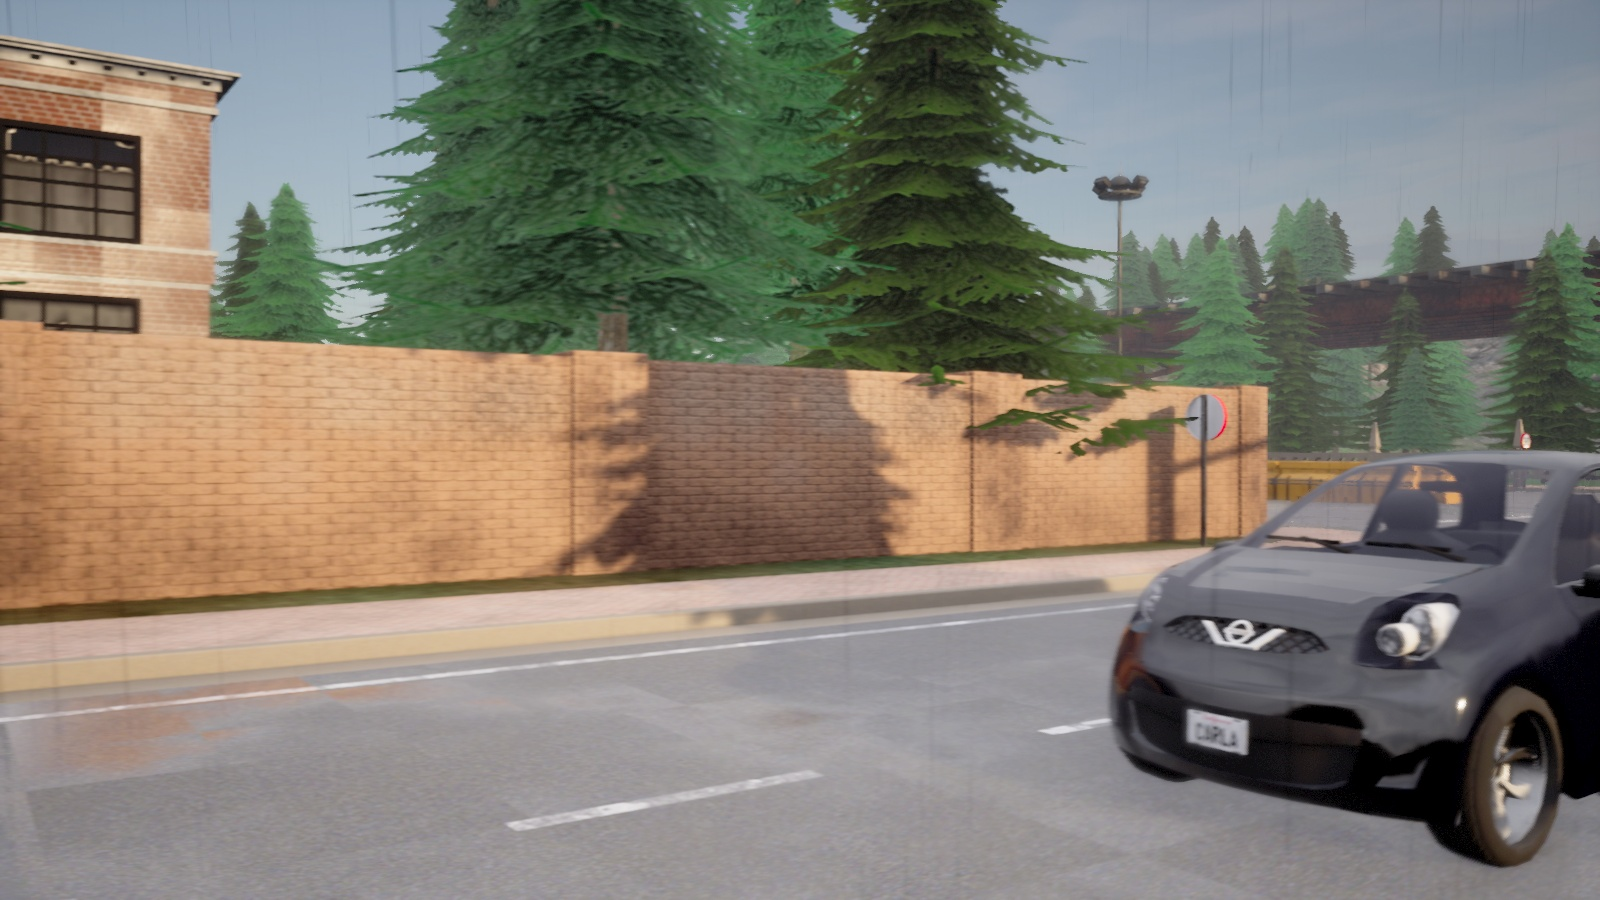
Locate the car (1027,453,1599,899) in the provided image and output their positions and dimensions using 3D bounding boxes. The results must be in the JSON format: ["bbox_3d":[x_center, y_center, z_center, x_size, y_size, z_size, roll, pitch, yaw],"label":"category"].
[{"bbox_3d":[3.010,0.766,5.754,3.633,1.501,1.845,0,0,-35],"label":"car"}]
